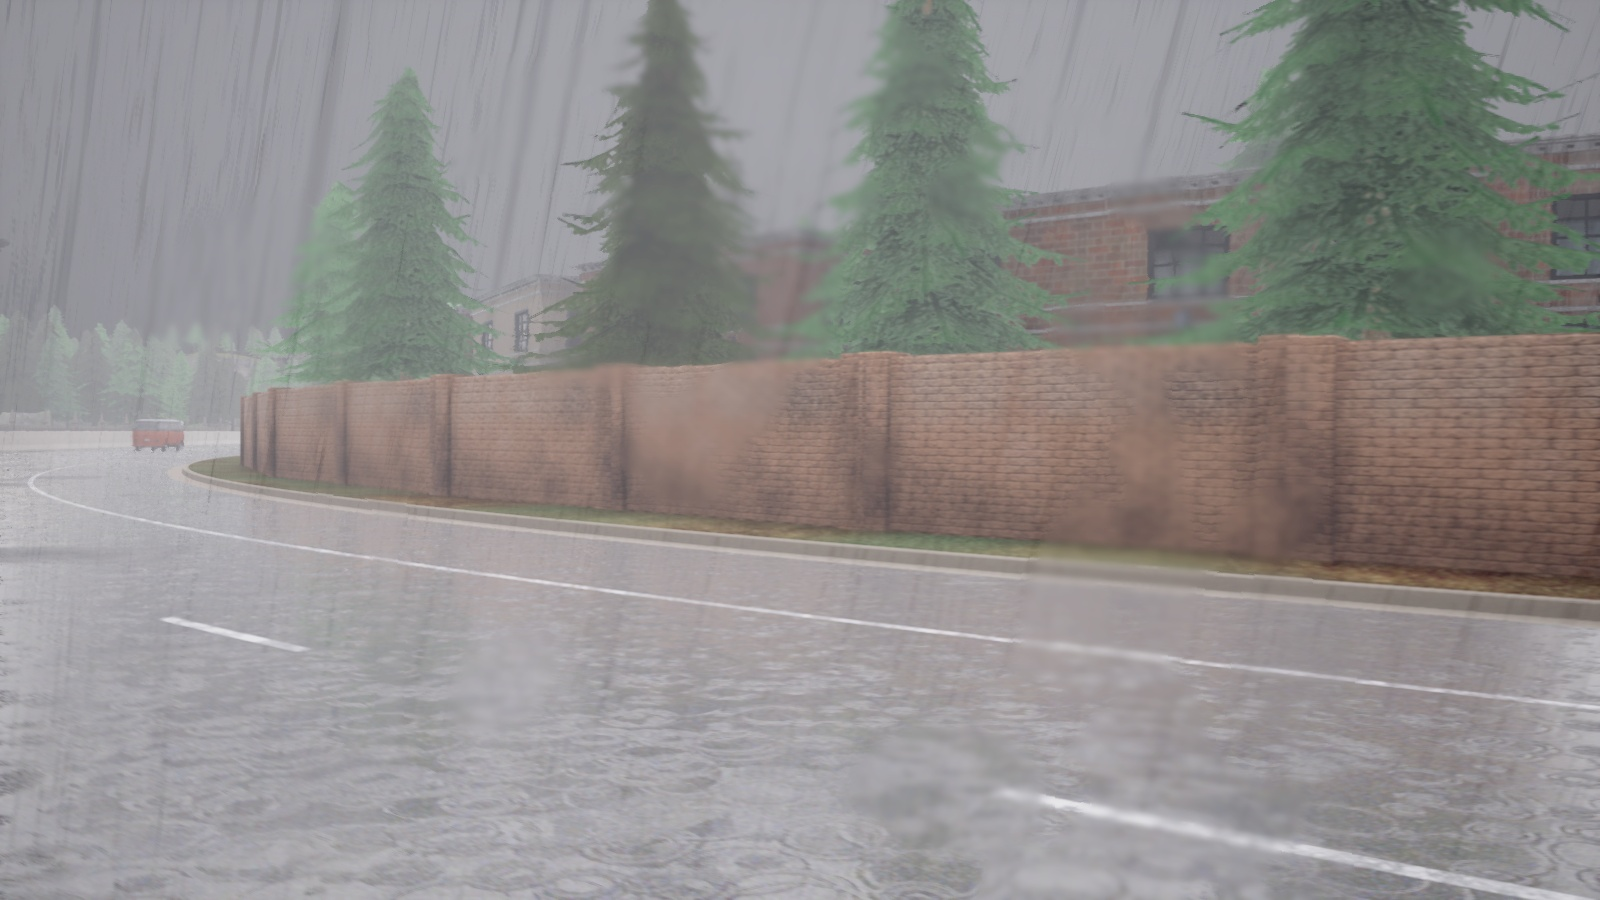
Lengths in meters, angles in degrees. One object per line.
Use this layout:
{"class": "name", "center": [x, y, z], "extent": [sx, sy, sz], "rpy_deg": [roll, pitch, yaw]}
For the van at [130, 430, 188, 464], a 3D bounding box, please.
{"class": "van", "center": [-38.976, -0.181, 76.441], "extent": [1.775, 1.987, 4.442], "rpy_deg": [-1, 1, -8]}
